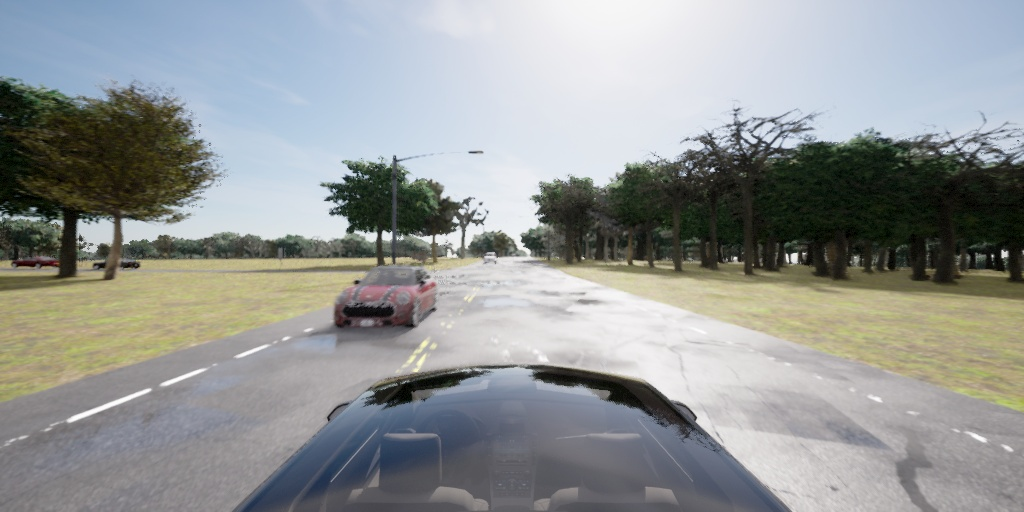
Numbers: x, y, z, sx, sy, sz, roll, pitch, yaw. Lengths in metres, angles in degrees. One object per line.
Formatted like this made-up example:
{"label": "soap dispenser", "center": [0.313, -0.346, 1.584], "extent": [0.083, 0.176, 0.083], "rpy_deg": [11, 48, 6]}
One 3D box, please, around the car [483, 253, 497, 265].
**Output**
{"label": "car", "center": [-3.868, 0.412, 64.032], "extent": [2.150, 2.045, 5.566], "rpy_deg": [0, 1, 0]}

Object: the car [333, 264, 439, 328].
{"label": "car", "center": [-3.661, 1.079, 11.200], "extent": [2.097, 1.767, 4.553], "rpy_deg": [0, 0, -1]}
